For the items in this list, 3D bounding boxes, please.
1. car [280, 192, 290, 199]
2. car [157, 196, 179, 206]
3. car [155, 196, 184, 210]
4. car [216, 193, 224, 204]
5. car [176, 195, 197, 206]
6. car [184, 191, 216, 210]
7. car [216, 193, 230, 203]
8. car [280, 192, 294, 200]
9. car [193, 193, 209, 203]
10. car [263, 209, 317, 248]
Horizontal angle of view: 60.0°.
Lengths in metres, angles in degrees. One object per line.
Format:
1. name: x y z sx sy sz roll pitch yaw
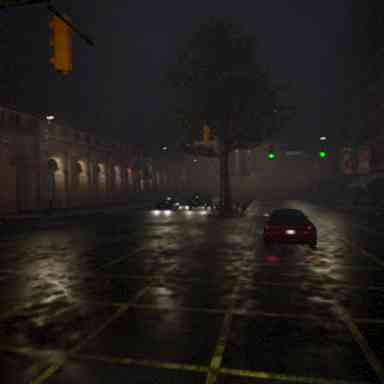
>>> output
1. car: 20.638 0.723 73.763 1.812 1.442 4.674 -1 0 12
2. car: -3.472 1.265 49.098 1.895 1.301 4.718 -1 0 12
3. car: -2.732 1.312 37.716 1.994 1.385 4.181 -1 0 13
4. car: 3.234 1.199 48.190 1.895 1.301 4.718 -1 0 13
5. car: -0.682 1.219 46.781 1.994 1.385 4.181 -1 0 13
6. car: 1.052 0.917 38.634 2.150 2.045 5.566 -1 0 12
7. car: 5.430 1.002 58.154 1.837 1.490 4.892 -1 0 12
8. car: 18.490 0.861 63.998 1.994 1.385 4.181 -1 0 12
9. car: 1.581 1.029 56.949 1.882 1.535 5.008 -1 0 12
10. car: 4.028 1.409 14.067 1.994 1.385 4.181 -1 0 13
